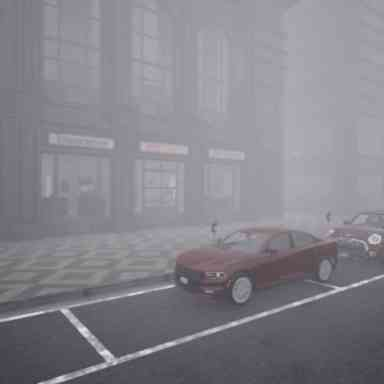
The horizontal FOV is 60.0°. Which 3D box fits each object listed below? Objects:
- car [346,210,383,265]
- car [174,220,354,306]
[{"bbox_3d":[6.256,1.359,11.217,4.097,1.590,1.967,-1,1,-35],"label":"car"},{"bbox_3d":[1.677,1.504,7.953,4.507,1.381,1.887,0,1,-35],"label":"car"}]
